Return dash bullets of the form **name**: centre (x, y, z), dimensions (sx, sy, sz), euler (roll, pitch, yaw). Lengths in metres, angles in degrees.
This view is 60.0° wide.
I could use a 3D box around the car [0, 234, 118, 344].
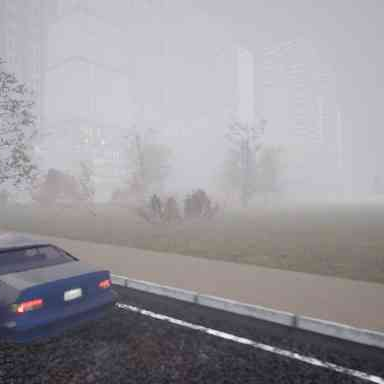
- **car**: centre (-3.768, 1.531, 6.325), dimensions (5.357, 1.411, 2.033), euler (0, 0, 36)
